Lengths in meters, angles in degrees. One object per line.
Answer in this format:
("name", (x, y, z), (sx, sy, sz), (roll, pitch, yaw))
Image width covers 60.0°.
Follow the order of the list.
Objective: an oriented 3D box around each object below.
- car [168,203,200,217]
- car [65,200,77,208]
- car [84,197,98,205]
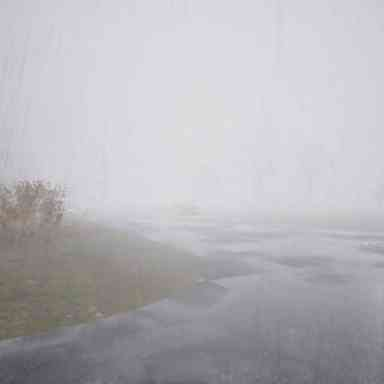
("car", (-0.967, 1.943, 37.006), (1.882, 1.535, 5.008), (0, 0, -29))
("car", (-22.832, 2.267, 62.436), (2.128, 1.511, 4.902), (0, 0, -28))
("car", (-24.031, 2.103, 79.058), (2.150, 2.045, 5.566), (0, 0, -29))
